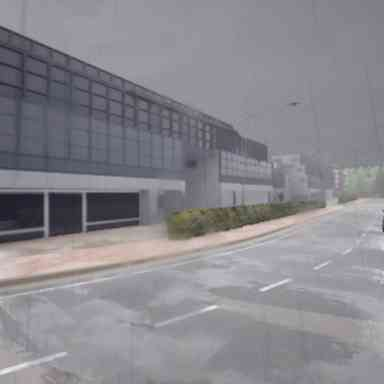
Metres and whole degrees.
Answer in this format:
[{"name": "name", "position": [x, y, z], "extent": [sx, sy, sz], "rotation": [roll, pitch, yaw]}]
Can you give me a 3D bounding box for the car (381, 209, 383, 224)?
[{"name": "car", "position": [11.183, 1.279, 17.650], "extent": [1.812, 1.442, 4.674], "rotation": [-1, 0, 31]}]
